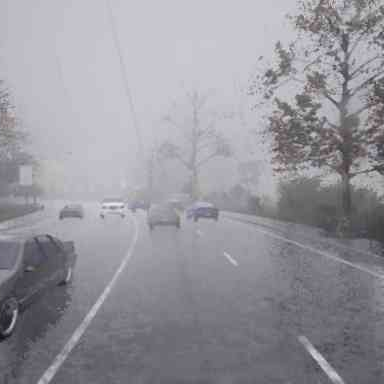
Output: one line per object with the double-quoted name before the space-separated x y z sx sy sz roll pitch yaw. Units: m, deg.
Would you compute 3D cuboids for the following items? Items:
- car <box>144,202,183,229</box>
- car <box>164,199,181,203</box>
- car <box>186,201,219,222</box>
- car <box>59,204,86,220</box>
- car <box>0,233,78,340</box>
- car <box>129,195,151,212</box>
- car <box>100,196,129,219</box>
"car" -1.962 1.617 22.344 1.994 1.385 4.181 -1 0 -9
"car" -2.462 1.576 39.611 1.837 1.490 4.892 -1 0 -17
"car" 0.737 1.502 27.000 1.882 1.535 5.008 -1 0 -11
"car" -10.697 1.771 29.922 1.895 1.301 4.718 -1 0 -13
"car" -3.858 1.593 6.813 2.033 1.411 5.357 -1 0 -4
"car" -6.478 1.347 40.864 2.150 2.045 5.566 -1 0 -18
"car" -7.487 1.357 31.579 2.150 2.045 5.566 -1 0 -14
